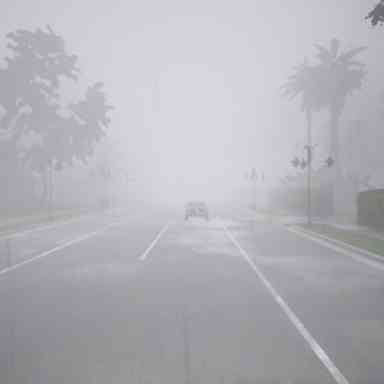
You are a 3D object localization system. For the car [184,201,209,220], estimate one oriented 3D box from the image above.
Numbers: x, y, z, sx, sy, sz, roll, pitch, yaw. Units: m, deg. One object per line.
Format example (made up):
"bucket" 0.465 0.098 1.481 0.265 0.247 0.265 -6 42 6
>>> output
"car" 0.368 1.379 26.116 2.033 1.411 5.357 0 0 1
